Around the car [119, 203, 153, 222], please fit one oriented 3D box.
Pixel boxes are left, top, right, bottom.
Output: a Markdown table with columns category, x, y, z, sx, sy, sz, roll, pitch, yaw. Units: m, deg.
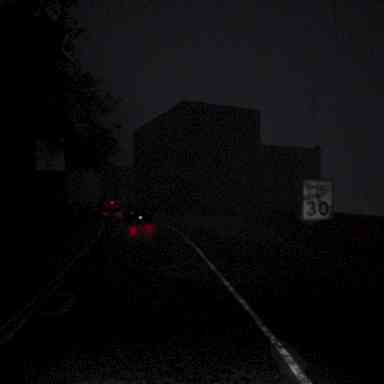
| category | x | y | z | sx | sy | sz | roll | pitch | yaw |
| --- | --- | --- | --- | --- | --- | --- | --- | --- | --- |
| car | -4.288 | 1.531 | 25.793 | 1.895 | 1.301 | 4.718 | 0 | 0 | -16 |

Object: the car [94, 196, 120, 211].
| category | x | y | z | sx | sy | sz | roll | pitch | yaw |
| --- | --- | --- | --- | --- | --- | --- | --- | --- | --- |
| car | -10.160 | 1.288 | 40.355 | 2.097 | 1.767 | 4.553 | 0 | 0 | -26 |
